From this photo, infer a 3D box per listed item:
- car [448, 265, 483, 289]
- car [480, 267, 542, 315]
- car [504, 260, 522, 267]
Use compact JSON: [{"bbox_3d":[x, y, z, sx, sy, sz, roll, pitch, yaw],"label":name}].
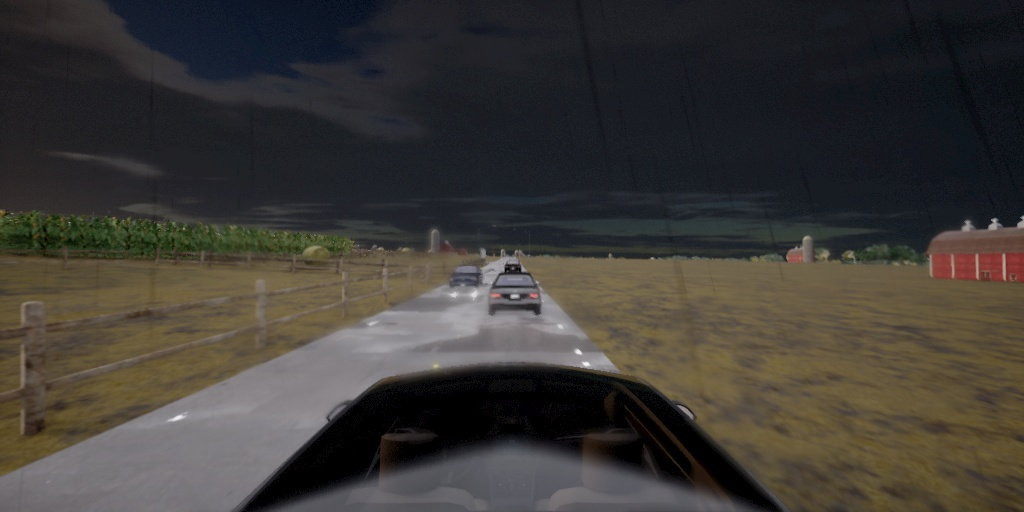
[{"bbox_3d":[-2.844,1.303,23.438,2.033,1.411,5.357,0,0,0],"label":"car"},{"bbox_3d":[0.102,1.309,13.646,2.033,1.411,5.357,0,0,0],"label":"car"},{"bbox_3d":[0.109,1.173,41.455,1.882,1.535,5.008,0,0,0],"label":"car"}]
